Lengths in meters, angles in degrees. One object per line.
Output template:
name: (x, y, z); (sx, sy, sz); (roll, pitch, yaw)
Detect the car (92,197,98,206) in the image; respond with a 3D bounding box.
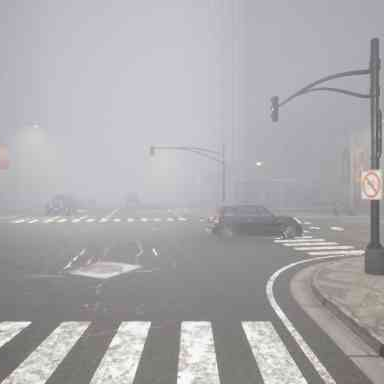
car: (-16.529, 1.515, 54.059); (1.882, 1.535, 5.008); (0, 0, -9)

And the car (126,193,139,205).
car: (-10.583, 1.266, 59.160); (2.150, 2.045, 5.566); (0, 0, -9)

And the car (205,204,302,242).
car: (2.995, 1.353, 16.252); (4.553, 1.767, 2.097); (0, 0, -9)

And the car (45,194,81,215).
car: (-13.313, 1.239, 34.167); (2.150, 2.045, 5.566); (0, 0, -10)

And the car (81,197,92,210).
car: (-14.922, 1.590, 44.026); (1.994, 1.385, 4.181); (0, 0, -10)
